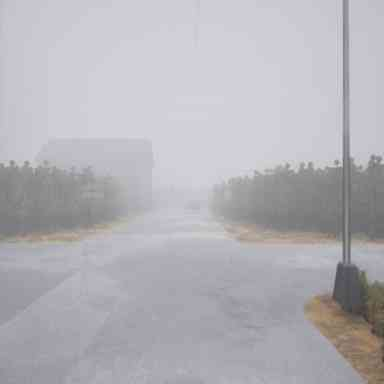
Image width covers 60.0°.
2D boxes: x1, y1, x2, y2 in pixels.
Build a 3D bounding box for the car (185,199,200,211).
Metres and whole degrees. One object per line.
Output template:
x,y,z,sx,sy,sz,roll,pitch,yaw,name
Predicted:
0.072,1.856,49.524,2.097,1.767,4.553,0,-1,0,car
